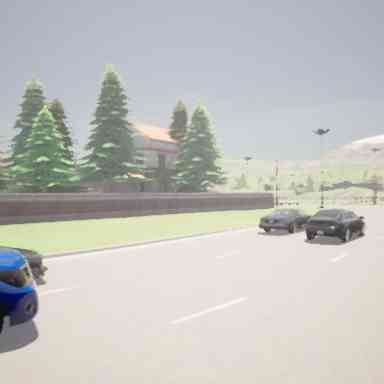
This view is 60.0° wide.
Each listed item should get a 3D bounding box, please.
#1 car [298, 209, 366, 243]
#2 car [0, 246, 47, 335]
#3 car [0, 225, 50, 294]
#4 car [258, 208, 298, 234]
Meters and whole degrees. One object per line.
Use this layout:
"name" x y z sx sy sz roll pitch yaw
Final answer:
"car" 7.488 1.634 17.146 1.837 1.490 4.892 -1 -1 41
"car" -5.119 1.317 4.427 5.566 2.045 2.150 1 -1 -35
"car" -6.360 1.696 7.694 5.357 1.411 2.033 0 -1 -36
"car" 6.086 1.730 20.798 2.033 1.411 5.357 -1 -1 39
